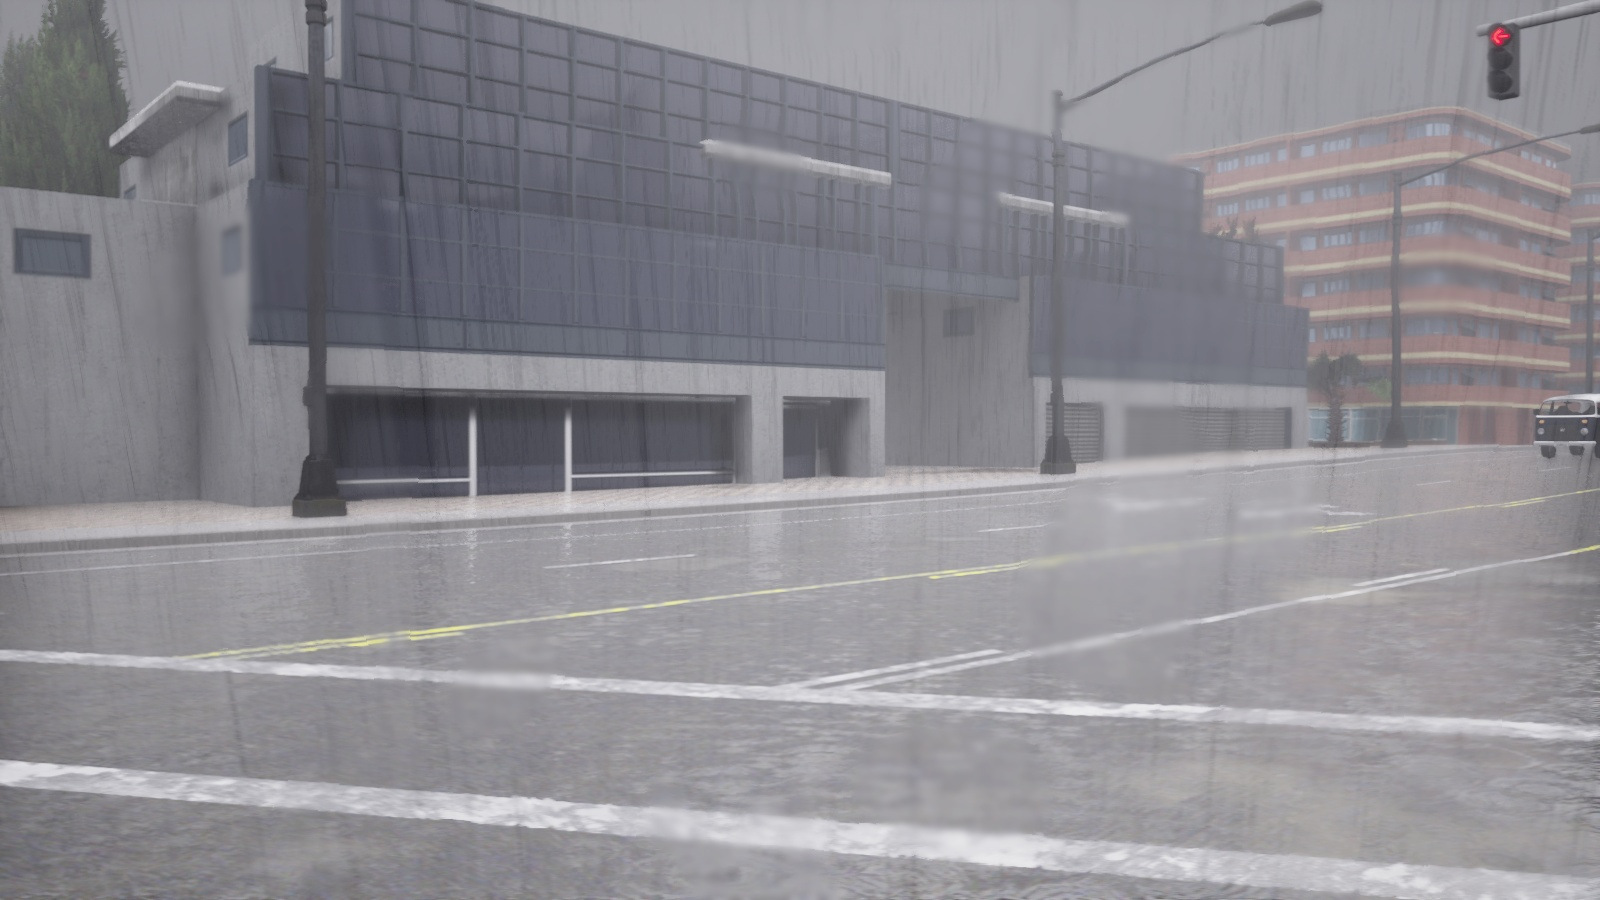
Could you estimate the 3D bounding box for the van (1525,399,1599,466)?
[{"bbox_3d":[25.039,-0.589,39.881,4.480,2.038,2.069,-2,2,-40],"label":"van"}]
